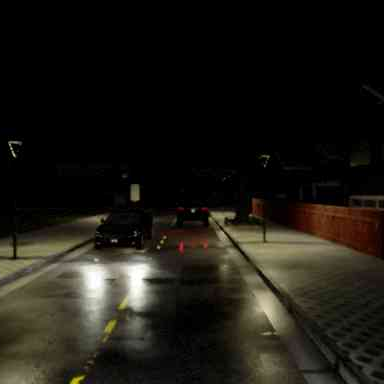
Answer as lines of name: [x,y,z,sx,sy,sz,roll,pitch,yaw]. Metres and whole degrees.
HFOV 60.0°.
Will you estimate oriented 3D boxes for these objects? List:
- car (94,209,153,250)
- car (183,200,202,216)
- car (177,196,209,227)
car: [-2.865,1.537,14.798,1.882,1.535,5.008,0,0,0]
car: [0.061,1.629,34.677,1.837,1.490,4.892,0,0,0]
car: [0.071,1.313,24.032,2.150,2.045,5.566,0,0,0]
